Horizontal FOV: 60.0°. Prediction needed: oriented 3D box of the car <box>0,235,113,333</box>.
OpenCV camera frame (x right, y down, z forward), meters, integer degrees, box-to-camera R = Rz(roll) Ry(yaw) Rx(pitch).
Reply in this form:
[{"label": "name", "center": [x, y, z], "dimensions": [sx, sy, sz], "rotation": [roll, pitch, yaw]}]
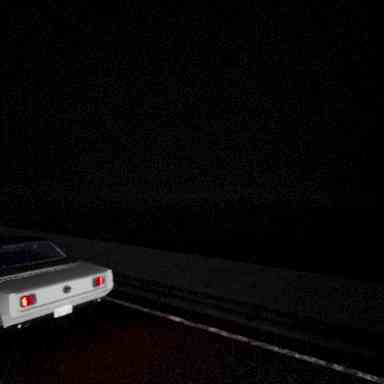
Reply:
[{"label": "car", "center": [-3.791, 1.511, 6.412], "dimensions": [4.718, 1.301, 1.895], "rotation": [1, 1, 35]}]
